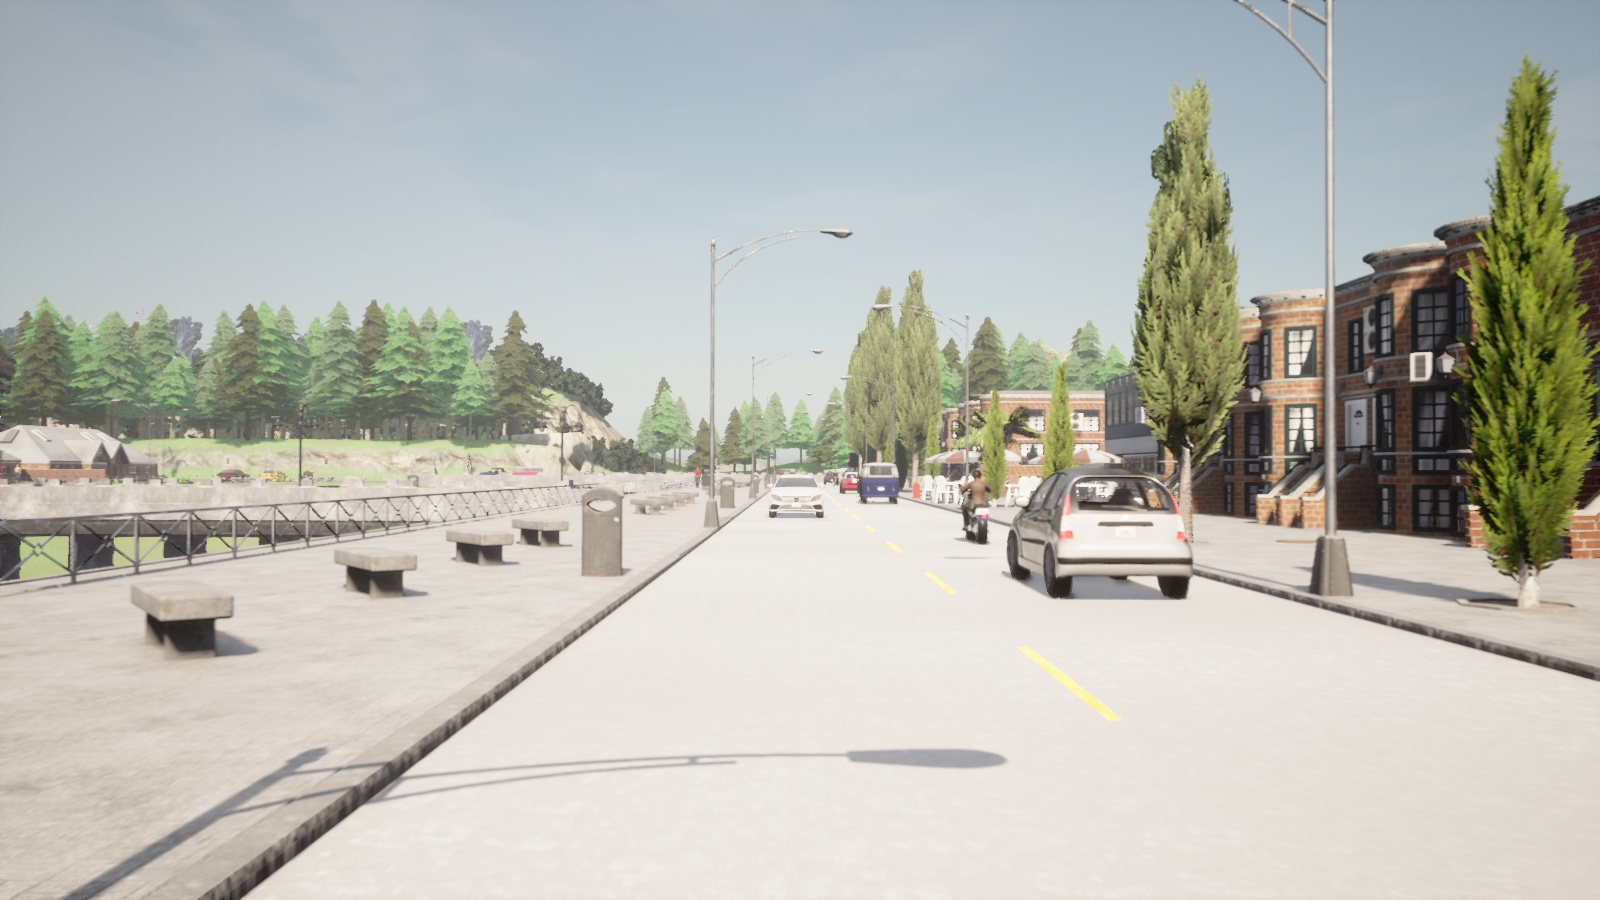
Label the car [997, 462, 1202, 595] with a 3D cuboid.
[{"bbox_3d":[3.954,0.986,17.280,1.851,1.617,3.988,0,-1,0],"label":"car"}]

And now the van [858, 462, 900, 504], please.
[{"bbox_3d":[3.838,1.585,61.691,1.775,1.987,4.442,0,-1,0],"label":"van"}]

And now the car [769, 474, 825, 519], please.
[{"bbox_3d":[-0.111,1.560,42.963,1.812,1.442,4.674,0,-1,0],"label":"car"}]

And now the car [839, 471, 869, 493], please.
[{"bbox_3d":[3.770,2.245,88.421,1.970,1.475,3.806,0,-1,0],"label":"car"}]

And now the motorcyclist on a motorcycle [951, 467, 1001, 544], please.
[{"bbox_3d":[3.926,1.221,28.146,0.766,1.649,2.350,0,-1,0],"label":"motorcyclist on a motorcycle"}]
